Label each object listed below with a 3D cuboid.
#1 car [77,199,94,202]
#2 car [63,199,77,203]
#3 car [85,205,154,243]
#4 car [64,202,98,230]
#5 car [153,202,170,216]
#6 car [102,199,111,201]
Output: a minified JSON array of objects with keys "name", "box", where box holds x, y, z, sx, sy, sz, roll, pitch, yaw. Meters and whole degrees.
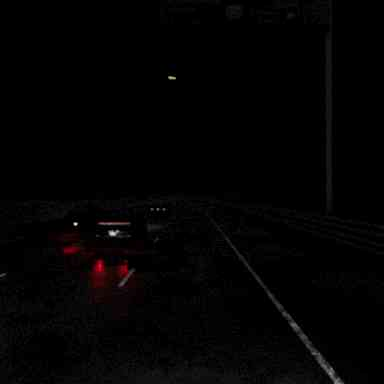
[{"name":"car","box":[-21.020,2.235,67.540,1.882,1.535,5.008,0,-1,0]},{"name":"car","box":[-24.520,2.113,67.570,2.097,1.767,4.553,0,-1,0]},{"name":"car","box":[-3.404,1.596,16.707,2.128,1.511,4.902,0,0,0]},{"name":"car","box":[-6.906,1.646,22.153,1.837,1.490,4.892,0,0,0]},{"name":"car","box":[-3.412,1.819,35.879,2.033,1.411,5.357,0,-1,0]},{"name":"car","box":[-17.520,2.257,67.540,1.837,1.490,4.892,0,-1,0]}]
